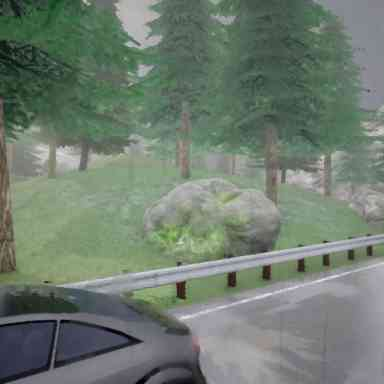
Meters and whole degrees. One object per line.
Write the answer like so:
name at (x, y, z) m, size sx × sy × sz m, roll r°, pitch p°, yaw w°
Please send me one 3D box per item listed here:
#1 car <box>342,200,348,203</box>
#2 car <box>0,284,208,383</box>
car at (22.381, 1.351, 44.529) m, size 2.097 × 1.767 × 4.553 m, roll 0°, pitch 0°, yaw -36°
car at (-1.896, 1.564, 2.606) m, size 4.181 × 1.385 × 1.994 m, roll 0°, pitch 0°, yaw -36°
